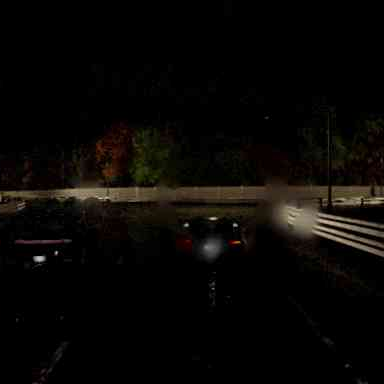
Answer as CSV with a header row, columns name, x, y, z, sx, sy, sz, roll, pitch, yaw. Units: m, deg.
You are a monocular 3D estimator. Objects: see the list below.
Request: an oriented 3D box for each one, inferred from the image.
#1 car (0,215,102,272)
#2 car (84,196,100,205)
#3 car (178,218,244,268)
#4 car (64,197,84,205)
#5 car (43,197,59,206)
name,x,y,z,sx,sy,sz,roll,pitch,yaw
car,-4.197,1.511,11.004,2.128,1.511,4.902,0,0,-6
car,-18.545,1.591,61.423,1.837,1.490,4.892,0,0,-36
car,0.650,1.563,11.378,1.994,1.385,4.181,0,0,3
car,-21.470,1.665,59.500,1.994,1.385,4.181,0,0,-36
car,-24.395,1.639,57.578,1.812,1.442,4.674,0,0,-36
